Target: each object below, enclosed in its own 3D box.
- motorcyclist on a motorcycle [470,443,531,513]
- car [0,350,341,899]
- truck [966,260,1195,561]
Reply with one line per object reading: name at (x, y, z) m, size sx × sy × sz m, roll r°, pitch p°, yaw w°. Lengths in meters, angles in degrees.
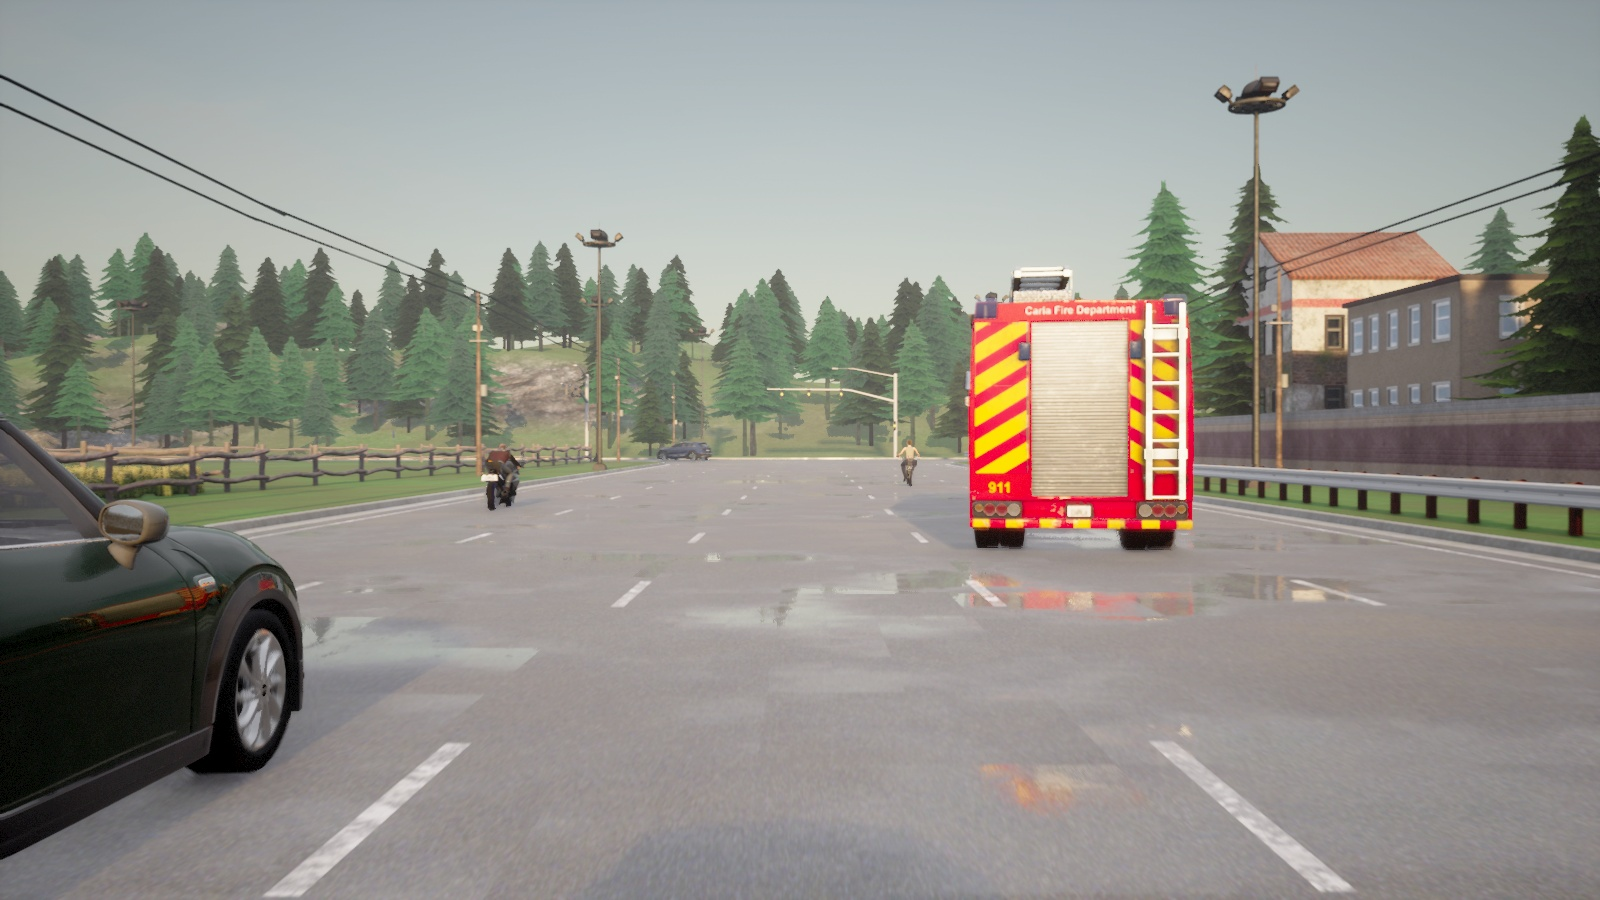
motorcyclist on a motorcycle at (-6.821, 0.614, 28.747) m, size 0.866 × 1.530 × 2.191 m, roll 0°, pitch 0°, yaw 0°
car at (-3.460, 0.578, 4.295) m, size 2.097 × 1.767 × 4.553 m, roll 0°, pitch 0°, yaw 0°
truck at (4.288, -0.530, 20.397) m, size 2.891 × 3.827 × 8.468 m, roll 0°, pitch 0°, yaw 9°
